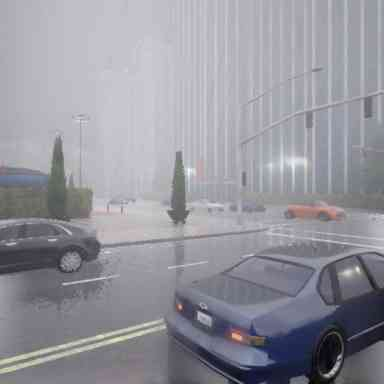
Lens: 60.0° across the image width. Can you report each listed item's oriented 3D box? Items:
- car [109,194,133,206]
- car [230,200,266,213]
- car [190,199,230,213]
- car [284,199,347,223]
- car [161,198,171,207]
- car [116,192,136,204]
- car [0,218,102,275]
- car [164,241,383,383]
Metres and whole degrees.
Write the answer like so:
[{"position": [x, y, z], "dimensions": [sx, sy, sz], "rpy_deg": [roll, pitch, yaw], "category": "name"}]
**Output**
[{"position": [-12.323, 1.492, 55.818], "dimensions": [2.128, 1.511, 4.902], "rpy_deg": [0, 0, -35], "category": "car"}, {"position": [6.029, 1.563, 36.385], "dimensions": [1.994, 1.385, 4.181], "rpy_deg": [0, 0, -36], "category": "car"}, {"position": [1.629, 1.526, 36.529], "dimensions": [1.812, 1.442, 4.674], "rpy_deg": [0, 0, -36], "category": "car"}, {"position": [9.481, 1.351, 25.734], "dimensions": [2.097, 1.767, 4.553], "rpy_deg": [0, 0, -36], "category": "car"}, {"position": [-2.687, 1.477, 48.416], "dimensions": [1.882, 1.535, 5.008], "rpy_deg": [0, 0, -36], "category": "car"}, {"position": [-12.467, 1.031, 62.066], "dimensions": [2.150, 2.045, 5.566], "rpy_deg": [0, 0, -36], "category": "car"}, {"position": [-4.966, 1.505, 9.030], "dimensions": [4.892, 1.490, 1.837], "rpy_deg": [0, 0, -35], "category": "car"}, {"position": [2.203, 1.547, 5.375], "dimensions": [5.357, 1.411, 2.033], "rpy_deg": [0, 0, -35], "category": "car"}]
